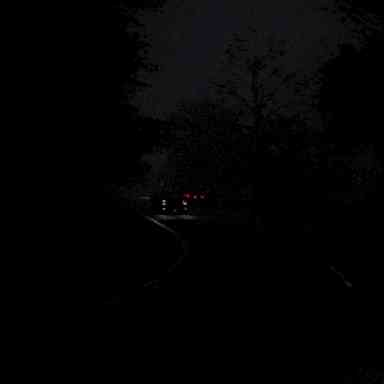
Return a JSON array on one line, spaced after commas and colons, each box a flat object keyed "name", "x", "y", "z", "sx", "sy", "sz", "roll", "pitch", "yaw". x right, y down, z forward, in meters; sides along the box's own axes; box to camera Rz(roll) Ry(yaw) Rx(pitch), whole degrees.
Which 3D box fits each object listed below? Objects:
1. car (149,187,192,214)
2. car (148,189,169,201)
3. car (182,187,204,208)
[{"name": "car", "x": -1.889, "y": 0.752, "z": 26.566, "sx": 2.097, "sy": 1.767, "sz": 4.553, "roll": 1, "pitch": 1, "yaw": -17}, {"name": "car", "x": -4.860, "y": 0.372, "z": 47.539, "sx": 2.128, "sy": 1.511, "sz": 4.902, "roll": 1, "pitch": 1, "yaw": -17}, {"name": "car", "x": -0.458, "y": 0.507, "z": 33.537, "sx": 2.150, "sy": 2.045, "sz": 5.566, "roll": 1, "pitch": 1, "yaw": -17}]
